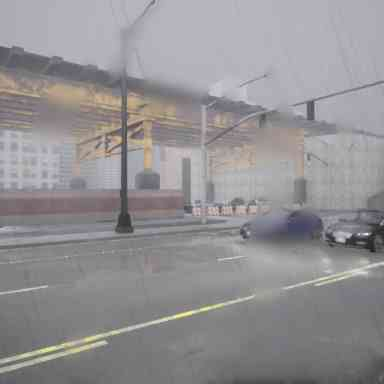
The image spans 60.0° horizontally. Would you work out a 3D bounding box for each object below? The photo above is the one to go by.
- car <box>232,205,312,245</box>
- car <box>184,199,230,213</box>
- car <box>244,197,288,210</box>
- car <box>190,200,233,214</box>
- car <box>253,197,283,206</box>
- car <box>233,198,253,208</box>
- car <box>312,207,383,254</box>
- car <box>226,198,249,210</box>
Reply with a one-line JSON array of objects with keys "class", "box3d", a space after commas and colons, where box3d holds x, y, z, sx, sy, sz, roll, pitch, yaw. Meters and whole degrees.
[{"class": "car", "box3d": [4.361, 1.526, 15.704, 4.674, 1.442, 1.812, 0, 0, -36]}, {"class": "car", "box3d": [1.471, 1.295, 35.245, 4.536, 1.218, 1.853, 0, 0, 8]}, {"class": "car", "box3d": [9.183, 1.453, 41.677, 4.974, 1.542, 2.038, 0, 0, -7]}, {"class": "car", "box3d": [1.522, 1.453, 35.238, 4.974, 1.542, 2.038, 0, 0, 8]}, {"class": "car", "box3d": [9.131, 1.295, 41.670, 4.536, 1.218, 1.853, 0, 0, -7]}, {"class": "car", "box3d": [5.269, 1.453, 37.920, 2.038, 1.542, 4.974, 0, 0, 18]}, {"class": "car", "box3d": [7.415, 1.493, 13.608, 4.902, 1.511, 2.128, 0, 0, -36]}, {"class": "car", "box3d": [5.285, 1.295, 37.970, 1.853, 1.218, 4.536, 0, 0, 18]}]
